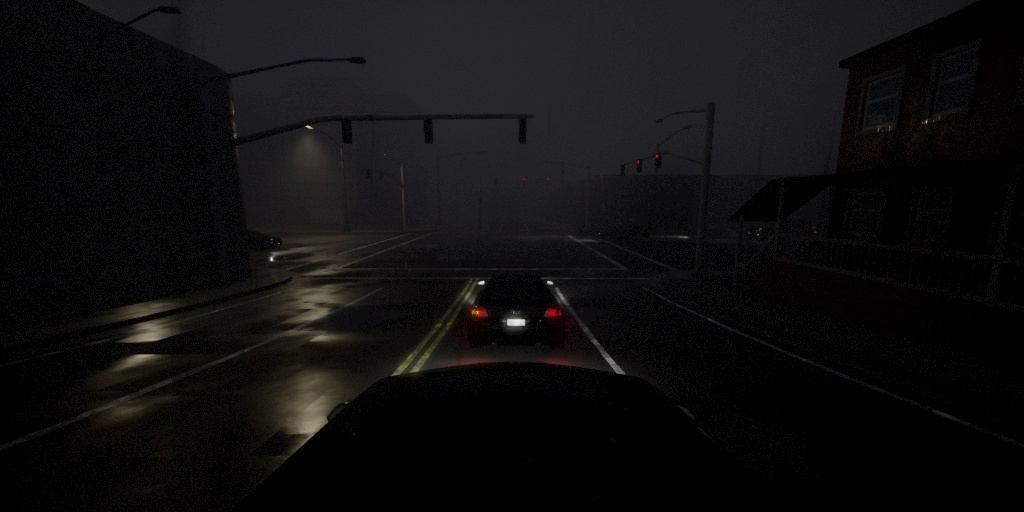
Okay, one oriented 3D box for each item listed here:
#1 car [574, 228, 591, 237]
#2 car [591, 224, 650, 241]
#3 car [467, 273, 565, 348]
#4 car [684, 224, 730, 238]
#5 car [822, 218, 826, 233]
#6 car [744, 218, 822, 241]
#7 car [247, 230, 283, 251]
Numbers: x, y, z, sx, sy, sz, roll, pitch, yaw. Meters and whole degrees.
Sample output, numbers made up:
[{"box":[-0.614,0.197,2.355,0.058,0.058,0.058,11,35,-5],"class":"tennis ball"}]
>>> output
[{"box":[8.926,-2.642,37.413,4.718,1.301,1.895,0,8,0],"class":"car"},{"box":[10.432,-2.225,33.917,4.892,1.490,1.837,0,8,0],"class":"car"},{"box":[0.094,1.090,8.695,1.994,1.385,4.181,0,3,0],"class":"car"},{"box":[20.267,-2.672,37.329,4.181,1.385,1.994,0,8,0],"class":"car"},{"box":[33.304,-3.007,37.184,5.566,2.045,2.150,0,8,1],"class":"car"},{"box":[25.151,-2.496,33.782,5.566,2.045,2.150,0,8,0],"class":"car"},{"box":[-19.958,-1.188,26.980,4.892,1.490,1.837,0,8,1],"class":"car"}]
